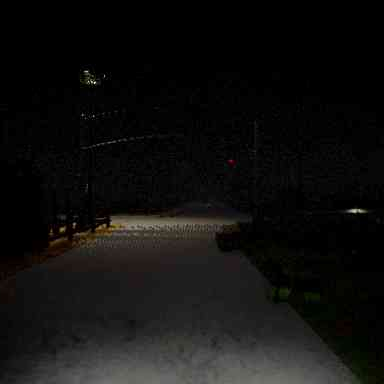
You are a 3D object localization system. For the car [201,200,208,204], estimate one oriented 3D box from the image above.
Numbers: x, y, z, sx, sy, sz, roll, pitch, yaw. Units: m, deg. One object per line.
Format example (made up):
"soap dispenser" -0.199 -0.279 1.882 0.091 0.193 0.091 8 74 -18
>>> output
"car" 3.659 2.851 95.027 1.994 1.385 4.181 0 -1 3
